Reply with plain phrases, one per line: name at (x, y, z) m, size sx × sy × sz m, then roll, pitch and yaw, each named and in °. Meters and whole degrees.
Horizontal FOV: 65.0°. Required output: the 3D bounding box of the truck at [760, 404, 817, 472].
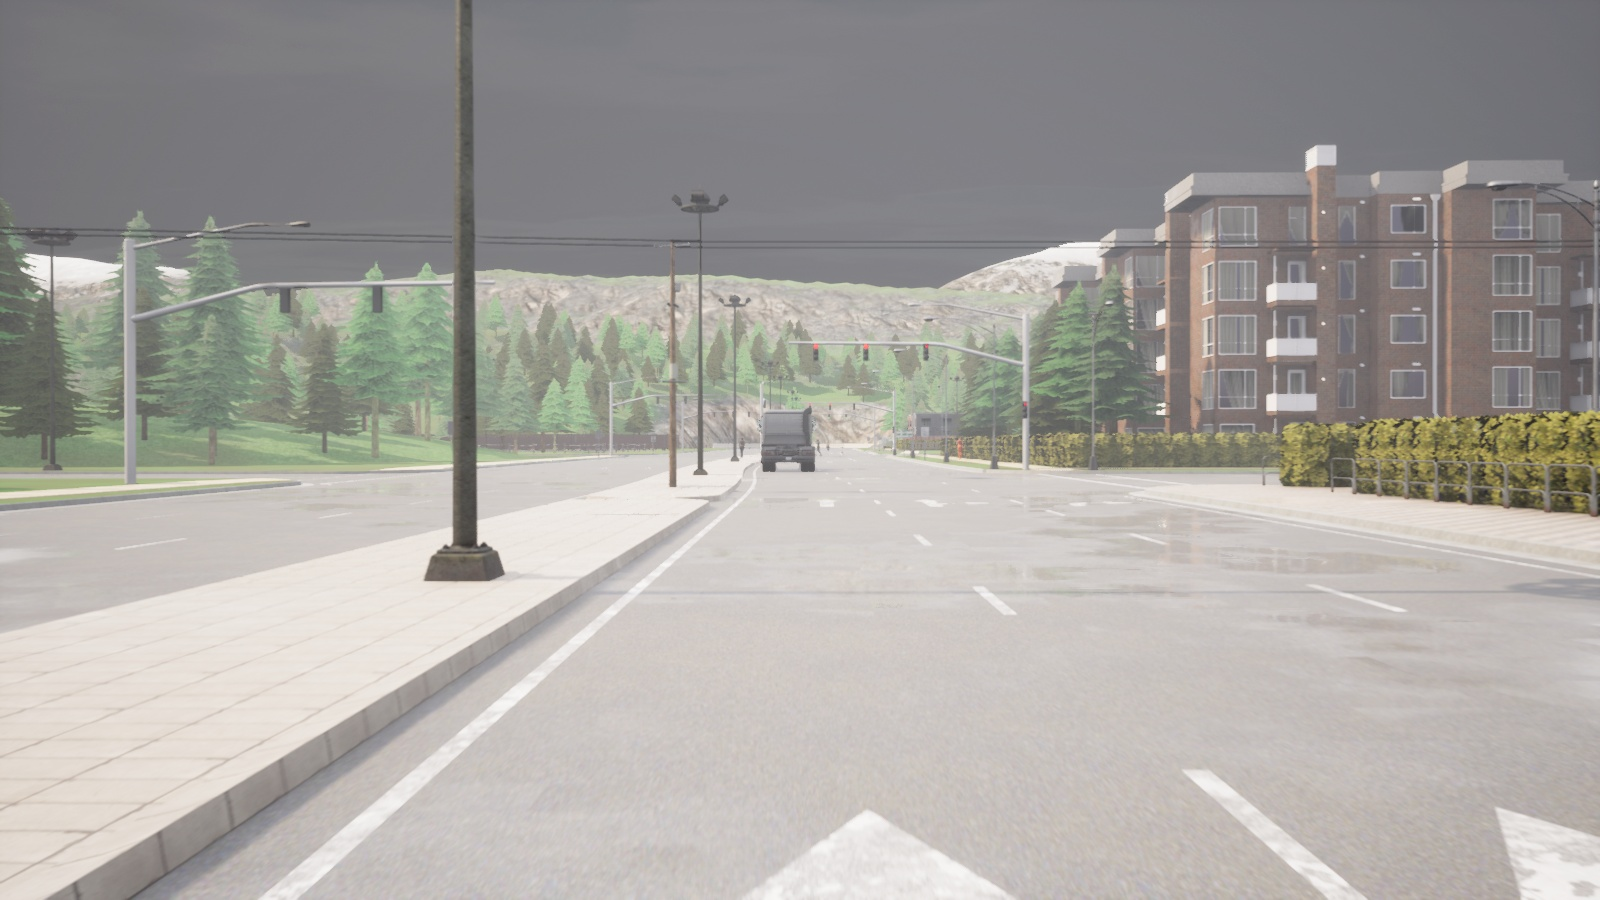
truck at (-0.684, -0.620, 68.180) m, size 2.891 × 3.462 × 7.936 m, roll 0°, pitch 0°, yaw -1°
